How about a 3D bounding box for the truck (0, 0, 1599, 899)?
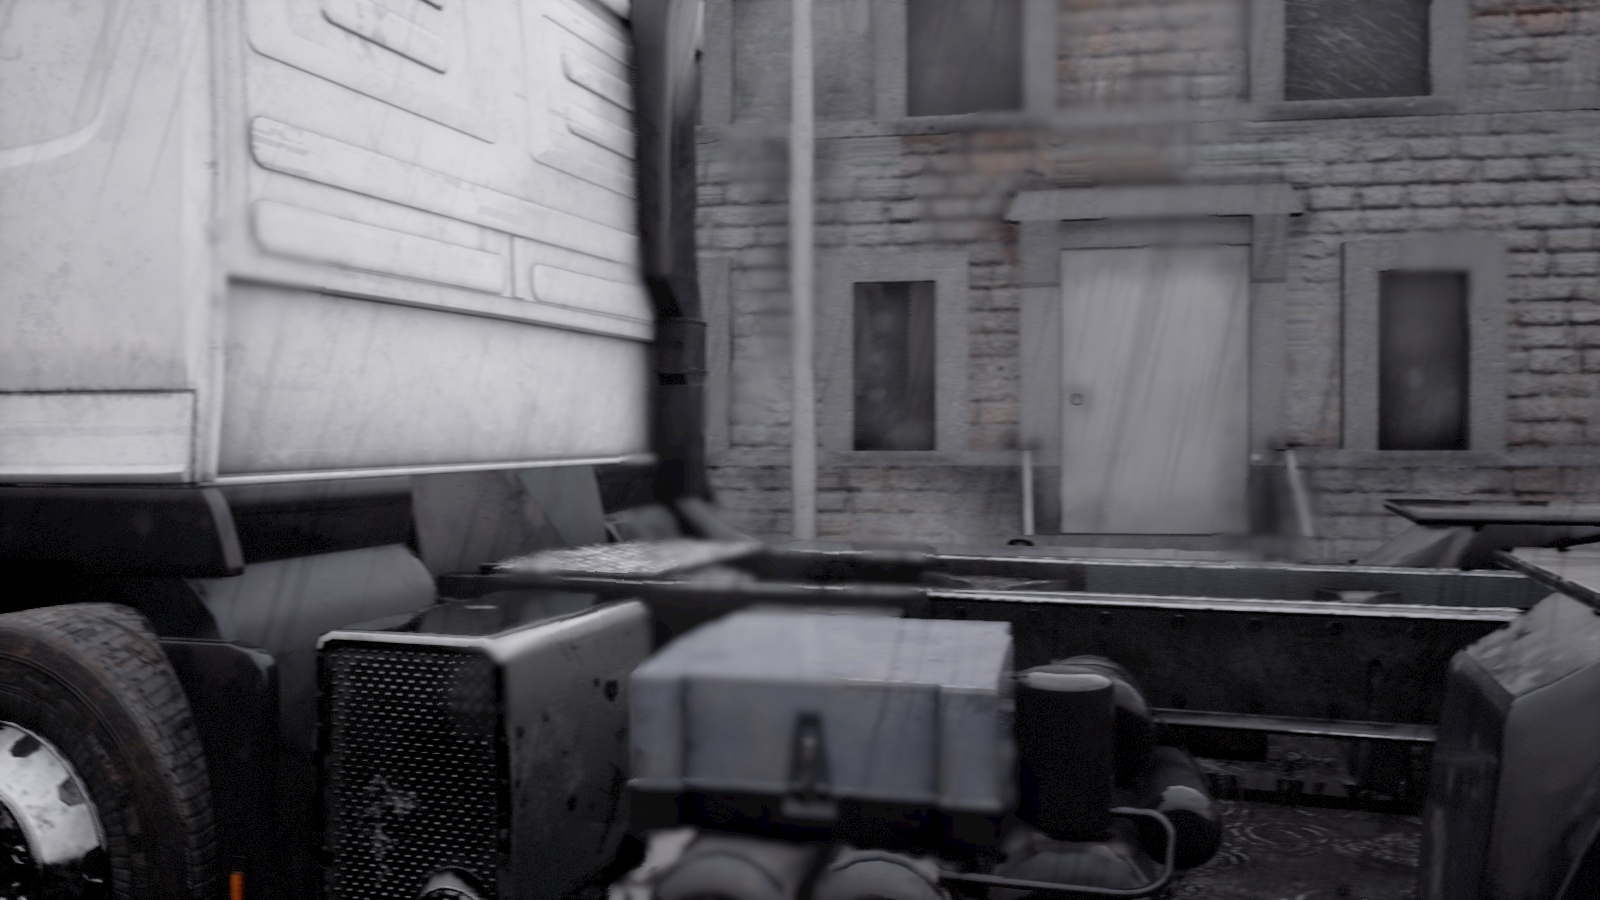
[{"bbox_3d":[0.681,-0.208,3.475,7.936,3.462,2.891,1,1,19],"label":"truck"}]
